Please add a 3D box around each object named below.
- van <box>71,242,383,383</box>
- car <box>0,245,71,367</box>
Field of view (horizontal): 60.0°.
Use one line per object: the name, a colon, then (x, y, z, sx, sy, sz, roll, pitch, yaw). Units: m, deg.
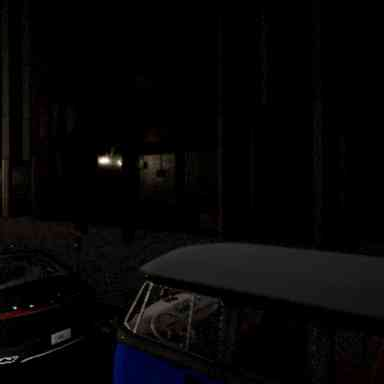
van: (1.193, 1.341, 2.116, 3.998, 1.788, 1.690, 0, 0, 35)
car: (-3.397, 1.551, 5.388, 4.403, 1.369, 2.008, 0, 0, 35)
